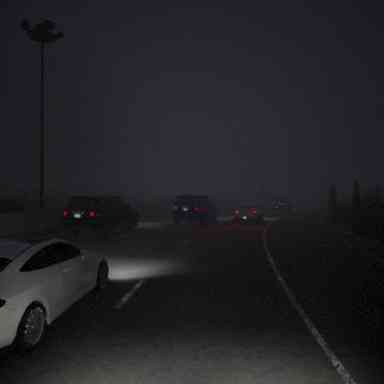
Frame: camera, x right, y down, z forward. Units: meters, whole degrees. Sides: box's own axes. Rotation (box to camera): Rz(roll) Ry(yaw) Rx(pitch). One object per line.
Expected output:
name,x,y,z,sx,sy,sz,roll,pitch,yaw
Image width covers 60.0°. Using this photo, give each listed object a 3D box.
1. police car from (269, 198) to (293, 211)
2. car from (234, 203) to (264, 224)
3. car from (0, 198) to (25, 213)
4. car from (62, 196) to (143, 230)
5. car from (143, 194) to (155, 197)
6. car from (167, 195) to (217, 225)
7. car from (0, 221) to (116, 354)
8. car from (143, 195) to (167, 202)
police car,10.987,1.534,40.610,2.038,1.542,4.974,0,0,28
car,4.334,1.536,25.177,1.812,1.442,4.674,0,0,17
car,-14.350,1.303,23.980,2.097,1.767,4.553,0,0,14
car,-4.796,1.204,18.140,2.150,2.045,5.566,0,0,12
car,-6.717,1.064,52.491,1.882,1.535,5.008,0,0,30
car,0.311,1.219,24.148,2.150,2.045,5.566,0,0,16
car,-3.008,1.515,6.002,1.812,1.442,4.674,0,0,4
car,-3.781,1.461,43.074,1.882,1.535,5.008,0,0,26
